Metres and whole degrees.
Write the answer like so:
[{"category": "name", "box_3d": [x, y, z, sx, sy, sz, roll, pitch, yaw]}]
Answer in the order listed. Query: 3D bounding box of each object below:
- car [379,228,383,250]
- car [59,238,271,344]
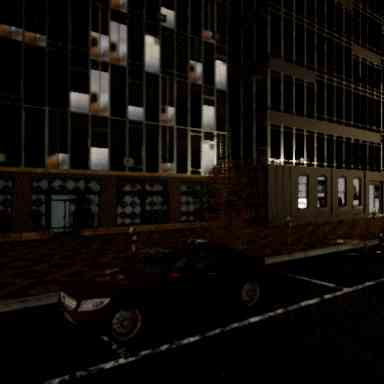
[{"category": "car", "box_3d": [9.003, 1.552, 12.920, 4.507, 1.381, 1.887, 0, 0, -35]}, {"category": "car", "box_3d": [-0.287, 1.584, 6.339, 4.206, 1.307, 1.802, 0, 0, -35]}]
